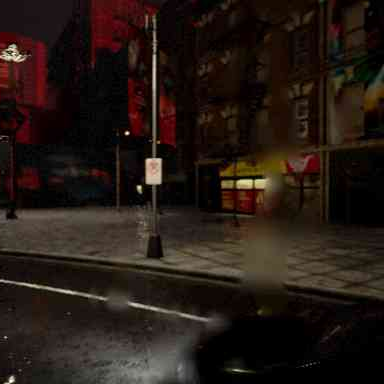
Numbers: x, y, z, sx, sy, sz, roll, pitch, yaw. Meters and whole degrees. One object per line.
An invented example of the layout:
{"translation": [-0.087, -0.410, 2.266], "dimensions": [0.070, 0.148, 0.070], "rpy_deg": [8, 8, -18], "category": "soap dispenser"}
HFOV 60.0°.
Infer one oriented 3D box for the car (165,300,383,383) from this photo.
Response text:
{"translation": [1.789, 1.543, 2.395], "dimensions": [4.181, 1.385, 1.994], "rpy_deg": [0, 1, 35], "category": "car"}
